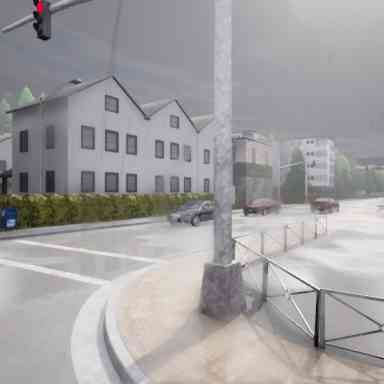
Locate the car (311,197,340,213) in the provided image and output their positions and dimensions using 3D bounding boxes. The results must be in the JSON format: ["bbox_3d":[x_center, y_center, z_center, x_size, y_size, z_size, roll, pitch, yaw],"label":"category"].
[{"bbox_3d":[13.505,1.288,33.618,1.882,1.535,5.008,0,0,35],"label":"car"}]

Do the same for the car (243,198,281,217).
[{"bbox_3d":[6.322,1.289,29.706,1.882,1.535,5.008,0,0,35],"label":"car"}]

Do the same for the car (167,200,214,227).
[{"bbox_3d":[0.400,1.303,21.349,2.128,1.511,4.902,0,0,35],"label":"car"}]
